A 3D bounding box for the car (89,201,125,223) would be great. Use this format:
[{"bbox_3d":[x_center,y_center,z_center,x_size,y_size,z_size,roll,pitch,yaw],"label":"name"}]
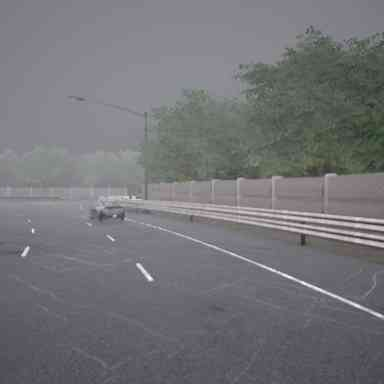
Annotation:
[{"bbox_3d":[-6.637,1.471,25.599,2.128,1.511,4.902,0,0,-29],"label":"car"}]
